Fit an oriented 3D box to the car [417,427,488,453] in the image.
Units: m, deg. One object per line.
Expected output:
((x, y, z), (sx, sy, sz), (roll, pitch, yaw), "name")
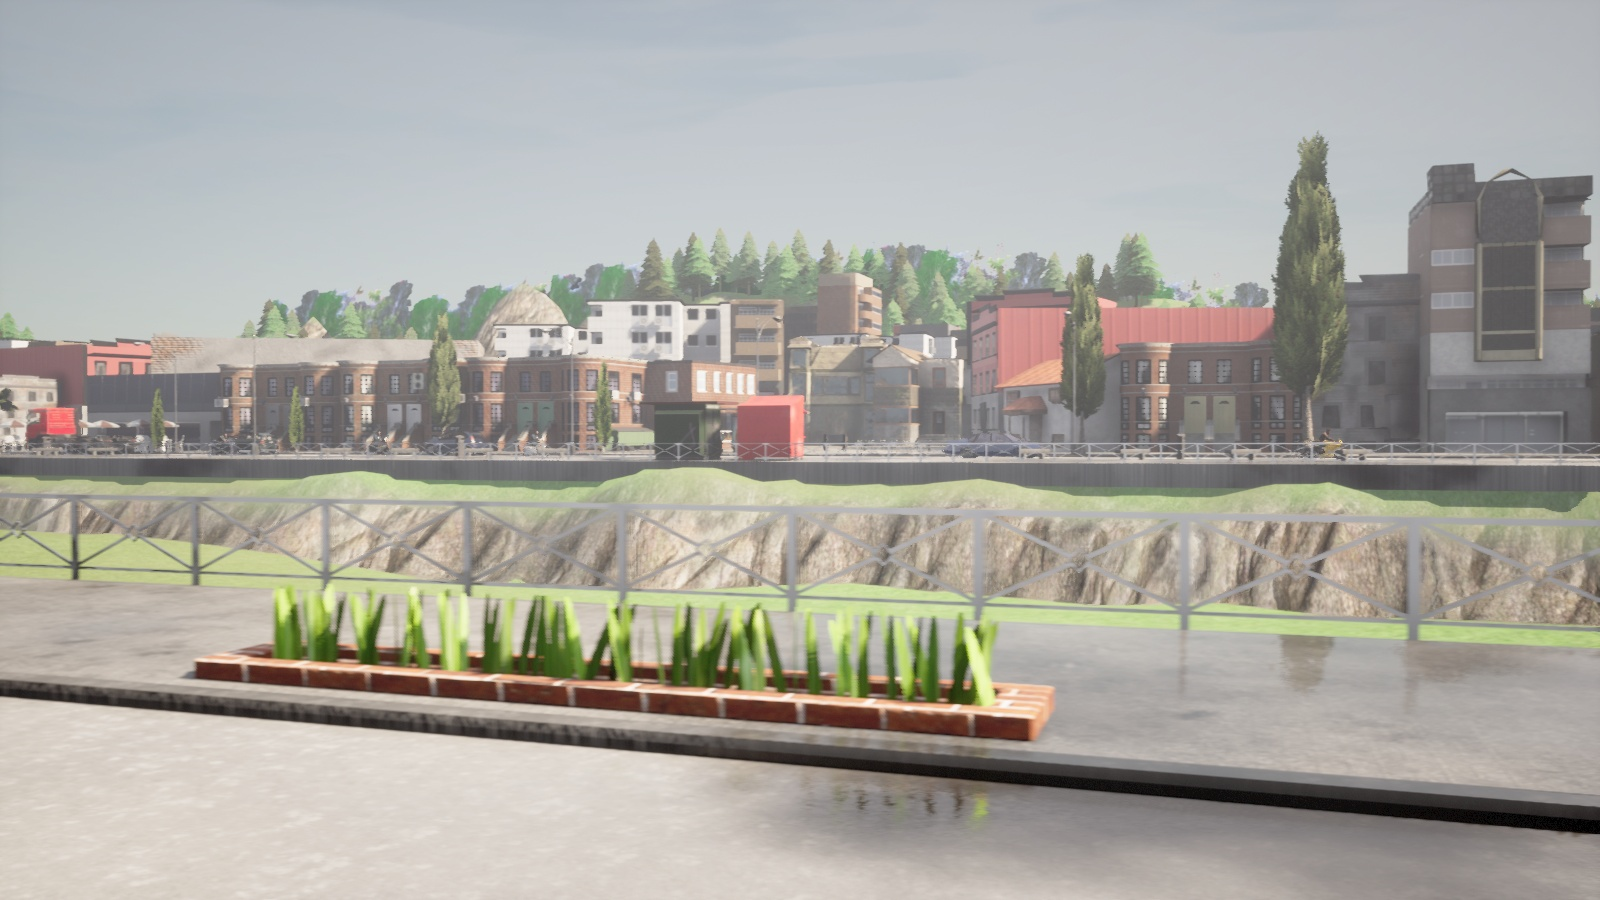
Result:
((-22.273, -0.649, 80.523), (3.988, 1.617, 1.851), (1, 1, 19), "car")

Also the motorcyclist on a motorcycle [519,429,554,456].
((-15.515, -0.464, 74.034), (1.817, 1.590, 0.866), (1, 1, 19), "motorcyclist on a motorcycle")

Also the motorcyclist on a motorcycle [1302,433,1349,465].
((25.241, -0.063, 60.336), (2.044, 1.523, 0.797), (1, 1, 19), "motorcyclist on a motorcycle")

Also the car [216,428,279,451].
((-37.701, -0.709, 85.710), (3.705, 1.549, 1.789), (1, 1, 19), "car")

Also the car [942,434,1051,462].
((10.235, -0.134, 65.381), (5.357, 1.411, 2.033), (1, 1, 19), "car")

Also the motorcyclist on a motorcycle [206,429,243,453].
((-37.282, -0.581, 81.352), (2.191, 1.530, 0.866), (1, 1, 19), "motorcyclist on a motorcycle")

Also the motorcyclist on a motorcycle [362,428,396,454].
((-25.985, -0.560, 77.553), (1.817, 1.590, 0.866), (1, 1, 19), "motorcyclist on a motorcycle")
